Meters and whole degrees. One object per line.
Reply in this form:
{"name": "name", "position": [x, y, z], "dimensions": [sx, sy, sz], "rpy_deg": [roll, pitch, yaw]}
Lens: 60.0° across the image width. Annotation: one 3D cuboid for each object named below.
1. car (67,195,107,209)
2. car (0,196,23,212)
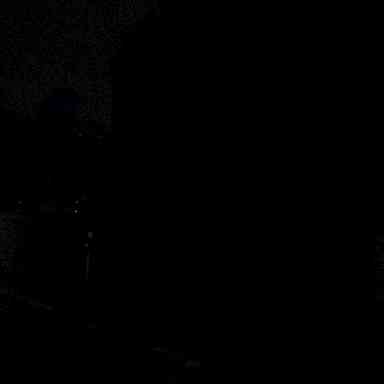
{"name": "car", "position": [-11.734, 1.036, 37.627], "dimensions": [1.812, 1.442, 4.674], "rpy_deg": [2, 1, 36]}
{"name": "car", "position": [-17.543, 1.074, 29.516], "dimensions": [1.812, 1.442, 4.674], "rpy_deg": [2, 2, 34]}
